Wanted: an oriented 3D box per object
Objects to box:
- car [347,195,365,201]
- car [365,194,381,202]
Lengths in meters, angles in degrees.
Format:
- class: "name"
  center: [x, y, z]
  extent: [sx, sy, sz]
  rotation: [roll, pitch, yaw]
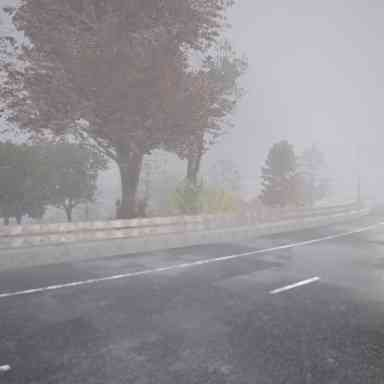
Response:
- class: "car"
  center: [39.812, 1.527, 81.616]
  extent: [1.882, 1.535, 5.008]
  rotation: [0, 0, 3]
- class: "car"
  center: [43.294, 1.569, 81.261]
  extent: [2.128, 1.511, 4.902]
  rotation: [0, 0, 3]
